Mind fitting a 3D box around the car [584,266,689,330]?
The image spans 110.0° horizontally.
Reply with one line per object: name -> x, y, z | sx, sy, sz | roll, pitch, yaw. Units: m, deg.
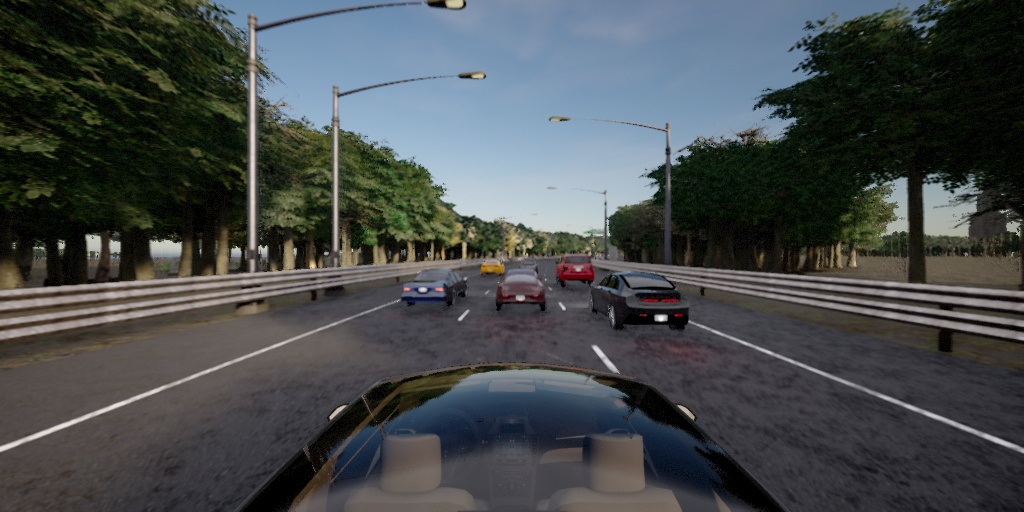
car -> 3.647, 1.239, 11.037 | 1.837, 1.490, 4.892 | 0, 0, 1

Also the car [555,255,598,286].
car -> 4.211, 0.925, 24.495 | 2.150, 2.045, 5.566 | 0, 0, 3

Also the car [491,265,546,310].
car -> 0.363, 1.247, 14.453 | 1.812, 1.442, 4.674 | 0, 0, 2

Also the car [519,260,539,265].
car -> 1.677, 1.160, 36.035 | 2.128, 1.511, 4.902 | 0, 0, 5

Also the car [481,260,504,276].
car -> -1.862, 1.142, 35.753 | 1.882, 1.535, 5.008 | 0, 0, 5

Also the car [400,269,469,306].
car -> -3.120, 1.262, 15.427 | 2.033, 1.411, 5.357 | 0, 0, 2
